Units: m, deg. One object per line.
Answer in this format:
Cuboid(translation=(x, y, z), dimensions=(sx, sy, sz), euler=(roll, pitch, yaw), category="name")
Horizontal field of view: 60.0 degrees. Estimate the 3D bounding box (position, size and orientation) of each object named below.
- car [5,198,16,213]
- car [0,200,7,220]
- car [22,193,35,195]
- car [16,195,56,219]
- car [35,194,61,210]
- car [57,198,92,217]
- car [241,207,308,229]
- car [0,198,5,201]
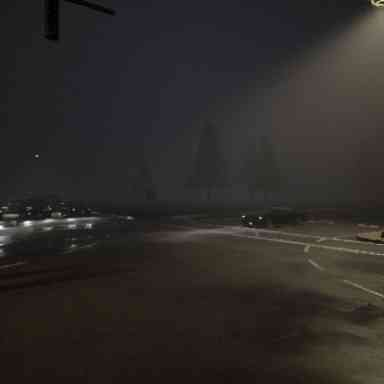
Cuboid(translation=(-19.123, 1.484, 36.928), dimensions=(1.882, 1.535, 5.008), euler=(0, 0, -35), category="car")
Cuboid(translation=(-16.728, 1.602, 27.349), dimensions=(1.895, 1.301, 4.718), euler=(0, 0, -35), category="car")
Cuboid(translation=(-25.788, 1.235, 52.726), dimensions=(2.150, 2.045, 5.566), euler=(0, 0, -34), category="car")
Cuboid(translation=(-13.803, 1.359, 29.274), dimensions=(2.097, 1.767, 4.553), euler=(0, 0, -35), category="car")
Cuboid(translation=(-16.826, 1.229, 39.752), dimensions=(2.150, 2.045, 5.566), euler=(0, 1, -35), category="car")
Cuboid(translation=(-11.047, 1.539, 31.447), dimensions=(1.812, 1.442, 4.674), euler=(0, 0, -35), category="car")
Cuboid(translation=(5.470, 1.652, 22.027), dimensions=(4.718, 1.301, 1.895), euler=(0, 0, -36), category="car")
Cuboid(translation=(-28.731, 1.570, 50.807), dimensions=(1.994, 1.385, 4.181), euler=(0, 0, -34), category="car")
